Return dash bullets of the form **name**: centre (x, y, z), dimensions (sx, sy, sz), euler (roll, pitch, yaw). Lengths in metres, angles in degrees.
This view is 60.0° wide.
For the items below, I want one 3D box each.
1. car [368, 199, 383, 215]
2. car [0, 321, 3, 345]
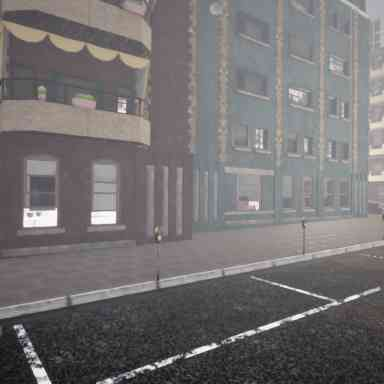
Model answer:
- **car**: centre (16.127, 1.240, 32.629), dimensions (2.192, 1.841, 5.009), euler (1, 0, -36)
- **car**: centre (-4.210, 1.566, 3.086), dimensions (4.313, 1.339, 1.947), euler (0, 1, -35)
